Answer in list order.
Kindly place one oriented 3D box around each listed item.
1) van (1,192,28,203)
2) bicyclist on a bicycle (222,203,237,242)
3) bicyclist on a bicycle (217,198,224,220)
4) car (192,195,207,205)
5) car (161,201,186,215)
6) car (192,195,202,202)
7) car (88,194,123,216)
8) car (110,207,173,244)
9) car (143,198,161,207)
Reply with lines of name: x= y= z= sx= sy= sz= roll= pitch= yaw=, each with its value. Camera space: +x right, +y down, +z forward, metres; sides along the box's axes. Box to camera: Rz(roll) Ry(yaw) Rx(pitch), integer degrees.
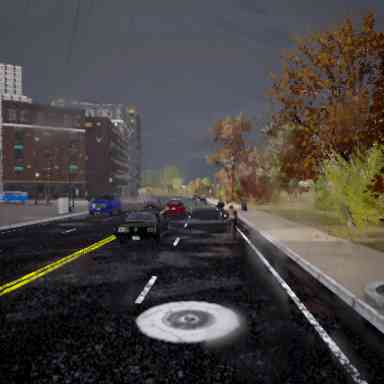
van: x=-29.439 y=0.859 z=55.423 sx=3.998 sy=1.788 sz=1.690 roll=1 pitch=-1 yaw=-29
bicyclist on a bicycle: x=1.825 y=1.443 z=15.274 sx=0.582 sy=1.620 sz=1.656 roll=0 pitch=0 yaw=2
bicyclist on a bicycle: x=2.175 y=1.353 z=25.197 sx=0.659 sy=1.776 sz=1.843 roll=0 pitch=0 yaw=2
car: x=1.545 y=1.436 z=57.668 sx=2.128 sy=1.511 sz=4.902 roll=0 pitch=0 yaw=-1
car: x=-1.692 y=1.540 z=33.360 sx=1.994 sy=1.385 sz=4.181 roll=0 pitch=0 yaw=1
car: x=1.037 y=1.406 z=72.448 sx=1.882 sy=1.535 sz=5.008 roll=0 pitch=0 yaw=-2
car: x=-8.378 y=1.202 z=32.735 sx=2.150 sy=2.045 sz=5.566 roll=0 pitch=0 yaw=1
car: x=-2.196 y=1.591 z=15.876 sx=1.895 sy=1.301 sz=4.718 roll=0 pitch=0 yaw=2
car: x=-4.980 y=1.516 z=42.594 sx=2.033 sy=1.411 sz=5.357 roll=0 pitch=0 yaw=1
